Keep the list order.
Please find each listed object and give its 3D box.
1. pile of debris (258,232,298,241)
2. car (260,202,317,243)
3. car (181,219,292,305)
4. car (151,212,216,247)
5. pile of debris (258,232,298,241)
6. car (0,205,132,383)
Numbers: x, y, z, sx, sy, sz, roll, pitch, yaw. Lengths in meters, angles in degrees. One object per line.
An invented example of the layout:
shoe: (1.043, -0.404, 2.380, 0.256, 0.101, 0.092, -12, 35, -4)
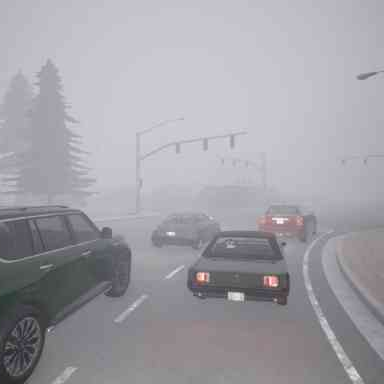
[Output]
pile of debris: (4.207, 2.145, 16.173, 1.500, 0.140, 1.860, 0, 0, 29)
car: (4.827, 1.320, 16.413, 2.097, 1.767, 4.553, 0, 0, 27)
car: (1.336, 1.588, 8.142, 1.895, 1.301, 4.718, 0, 0, 14)
car: (-0.106, 1.546, 14.502, 1.994, 1.385, 4.181, 0, 0, 20)
pile of debris: (4.207, 2.145, 16.173, 1.500, 0.140, 1.860, 0, 0, 29)
car: (-2.785, 1.222, 5.546, 2.150, 2.045, 5.566, 0, 0, 8)
